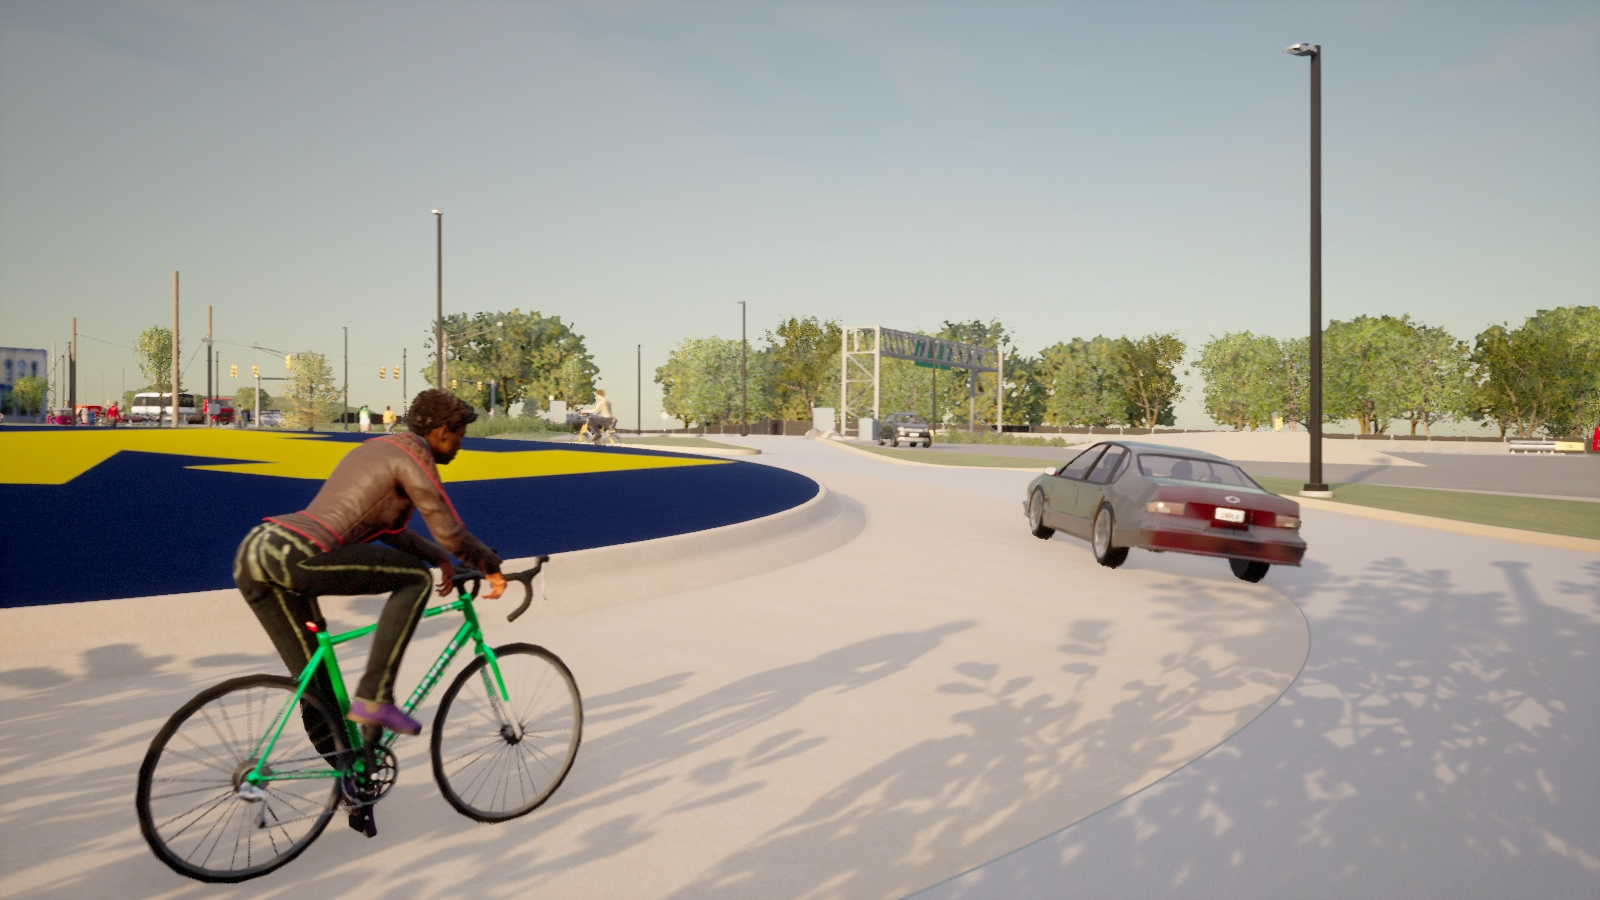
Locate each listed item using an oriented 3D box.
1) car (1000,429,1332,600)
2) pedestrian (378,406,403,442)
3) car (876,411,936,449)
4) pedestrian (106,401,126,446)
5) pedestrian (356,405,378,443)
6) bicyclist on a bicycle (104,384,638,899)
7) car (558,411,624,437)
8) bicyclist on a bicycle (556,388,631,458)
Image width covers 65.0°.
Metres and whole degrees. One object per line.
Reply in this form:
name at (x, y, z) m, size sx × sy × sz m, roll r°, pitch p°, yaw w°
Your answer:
car at (4.058, 0.598, 15.119) m, size 2.033 × 1.411 × 5.357 m, roll 7°, pitch 1°, yaw -3°
pedestrian at (-21.252, -1.355, 65.148) m, size 0.874 × 1.855 × 0.900 m, roll 0°, pitch 0°, yaw 19°
car at (4.664, -0.900, 55.744) m, size 1.789 × 1.549 × 3.705 m, roll 2°, pitch 1°, yaw -9°
pedestrian at (-28.491, -1.105, 52.312) m, size 0.331 × 1.846 × 0.636 m, roll 0°, pitch 0°, yaw 25°
pedestrian at (-22.323, -1.339, 64.711) m, size 0.659 × 1.952 × 0.873 m, roll 0°, pitch 0°, yaw 20°
bicyclist on a bicycle at (-1.440, 0.611, 4.424) m, size 1.656 × 1.620 × 0.582 m, roll 0°, pitch 3°, yaw -44°
car at (-12.614, -1.578, 75.497) m, size 2.128 × 1.511 × 4.902 m, roll -1°, pitch 1°, yaw -33°
bicyclist on a bicycle at (-4.999, -0.652, 30.371) m, size 1.509 × 1.612 × 0.866 m, roll 3°, pitch 2°, yaw 25°
